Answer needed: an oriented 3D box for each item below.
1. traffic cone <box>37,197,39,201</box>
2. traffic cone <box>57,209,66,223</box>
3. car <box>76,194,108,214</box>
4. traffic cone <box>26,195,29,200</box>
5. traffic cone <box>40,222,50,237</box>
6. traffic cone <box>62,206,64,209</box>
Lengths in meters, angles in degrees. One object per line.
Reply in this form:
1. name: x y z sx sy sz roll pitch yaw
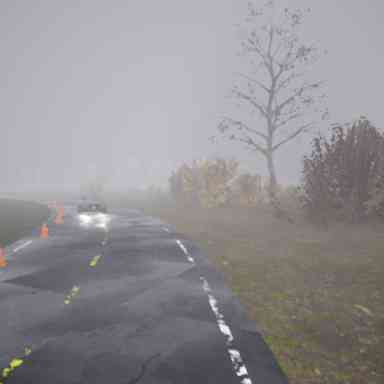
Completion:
1. traffic cone: -18.343 0.786 39.649 0.340 0.580 0.340 -1 2 -38
2. traffic cone: -7.314 1.411 18.389 0.340 0.580 0.340 0 2 -17
3. car: -7.568 0.835 24.882 1.994 1.385 4.181 0 2 -23
4. traffic cone: -21.442 0.684 43.338 0.340 0.580 0.340 -1 2 -42
5. traffic cone: -6.086 1.550 13.733 0.340 0.580 0.340 0 2 -13
6. traffic cone: -8.882 1.274 22.942 0.340 0.580 0.340 0 2 -21
